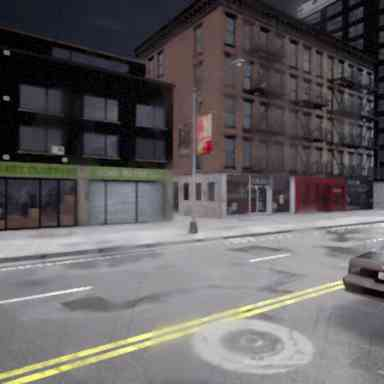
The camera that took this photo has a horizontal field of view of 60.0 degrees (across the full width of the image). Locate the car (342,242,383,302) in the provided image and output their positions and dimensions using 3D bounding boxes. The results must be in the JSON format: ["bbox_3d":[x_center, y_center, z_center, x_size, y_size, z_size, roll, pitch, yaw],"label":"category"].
[{"bbox_3d":[5.533,1.569,7.405,5.357,1.411,2.033,0,0,-35],"label":"car"}]
